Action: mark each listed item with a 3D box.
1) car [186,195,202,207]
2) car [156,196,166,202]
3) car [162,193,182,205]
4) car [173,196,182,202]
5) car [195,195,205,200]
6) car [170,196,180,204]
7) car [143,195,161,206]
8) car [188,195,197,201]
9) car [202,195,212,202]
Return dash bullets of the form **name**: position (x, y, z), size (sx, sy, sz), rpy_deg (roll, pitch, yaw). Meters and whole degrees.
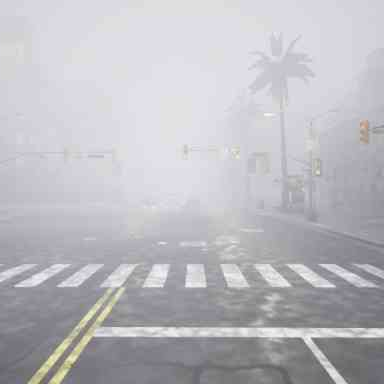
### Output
- **car**: position (0.173, 1.492, 50.604), size (1.882, 1.535, 5.008), rpy_deg (0, 0, 0)
- **car**: position (-6.870, 1.546, 75.127), size (1.812, 1.442, 4.674), rpy_deg (0, 0, 0)
- **car**: position (-3.428, 1.238, 57.541), size (2.150, 2.045, 5.566), rpy_deg (0, 0, 1)
- **car**: position (-3.367, 1.618, 77.143), size (1.895, 1.301, 4.718), rpy_deg (0, 0, 0)
- **car**: position (2.323, 1.506, 95.484), size (1.882, 1.535, 5.008), rpy_deg (0, 0, -12)
- **car**: position (-3.400, 1.545, 67.049), size (1.812, 1.442, 4.674), rpy_deg (0, 0, 1)
- **car**: position (-6.943, 1.368, 56.348), size (2.097, 1.767, 4.553), rpy_deg (0, 0, 1)
- **car**: position (0.007, 1.565, 85.580), size (2.033, 1.411, 5.357), rpy_deg (0, 0, -4)
- **car**: position (3.636, 1.547, 77.869), size (2.128, 1.511, 4.902), rpy_deg (0, 0, 0)
